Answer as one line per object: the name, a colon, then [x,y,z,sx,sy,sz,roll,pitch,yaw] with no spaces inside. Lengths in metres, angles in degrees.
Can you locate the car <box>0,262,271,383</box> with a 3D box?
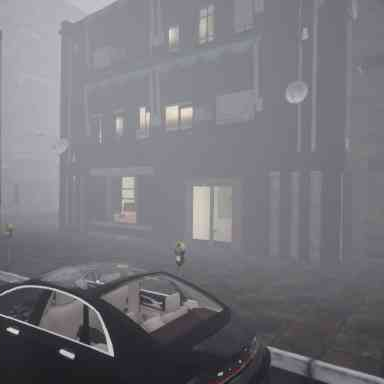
car: [-1.294,1.550,3.935,4.403,1.369,2.008,0,1,35]

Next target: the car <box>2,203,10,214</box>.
car: [-21.533,1.623,34.881,2.008,1.369,4.403,1,0,36]
